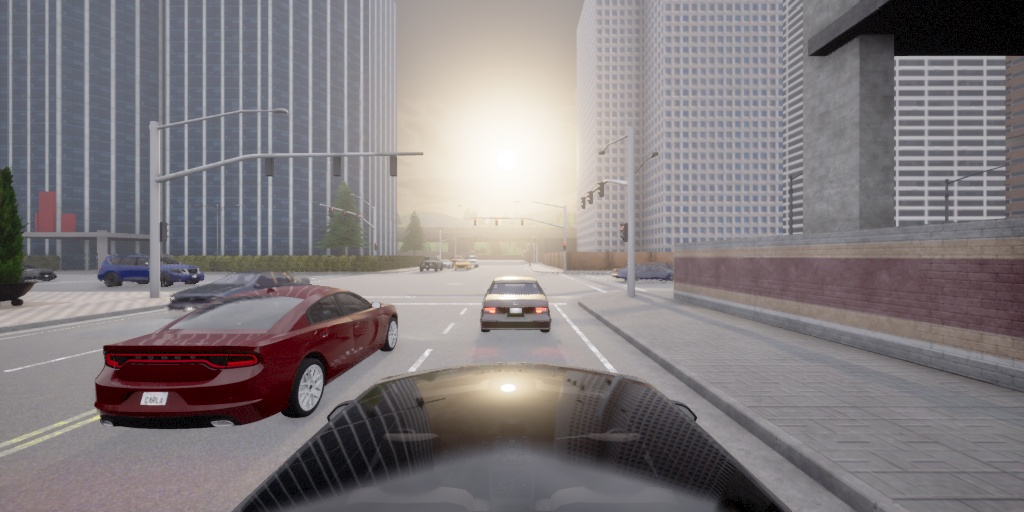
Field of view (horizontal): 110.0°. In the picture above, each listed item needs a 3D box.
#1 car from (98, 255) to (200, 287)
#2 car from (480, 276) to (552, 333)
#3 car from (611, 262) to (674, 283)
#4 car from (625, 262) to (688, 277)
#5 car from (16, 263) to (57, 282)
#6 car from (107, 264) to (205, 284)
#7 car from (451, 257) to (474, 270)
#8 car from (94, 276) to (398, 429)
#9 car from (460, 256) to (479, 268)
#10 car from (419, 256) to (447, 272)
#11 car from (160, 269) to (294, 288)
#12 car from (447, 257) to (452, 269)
[{"bbox_3d":[-23.725,0.969,23.651,5.566,2.045,2.150,0,0,0],"label":"car"},{"bbox_3d":[0.090,1.297,10.757,2.033,1.411,5.357,0,0,0],"label":"car"},{"bbox_3d":[10.440,1.297,27.555,5.357,1.411,2.033,0,0,0],"label":"car"},{"bbox_3d":[13.912,1.297,34.737,5.357,1.411,2.033,0,0,0],"label":"car"},{"bbox_3d":[-37.588,1.255,27.072,4.892,1.490,1.837,0,0,0],"label":"car"},{"bbox_3d":[-26.784,1.297,27.131,5.357,1.411,2.033,0,0,0],"label":"car"},{"bbox_3d":[-7.063,1.227,51.959,1.882,1.535,5.008,0,0,0],"label":"car"},{"bbox_3d":[-3.440,1.228,5.945,1.882,1.535,5.008,0,0,0],"label":"car"},{"bbox_3d":[-7.031,0.971,61.800,2.150,2.045,5.566,0,0,0],"label":"car"},{"bbox_3d":[-10.569,0.972,47.353,2.150,2.045,5.566,0,0,0],"label":"car"},{"bbox_3d":[-10.159,1.297,14.115,2.033,1.411,5.357,0,0,3],"label":"car"},{"bbox_3d":[-10.551,1.275,56.892,1.812,1.442,4.674,0,0,0],"label":"car"}]
